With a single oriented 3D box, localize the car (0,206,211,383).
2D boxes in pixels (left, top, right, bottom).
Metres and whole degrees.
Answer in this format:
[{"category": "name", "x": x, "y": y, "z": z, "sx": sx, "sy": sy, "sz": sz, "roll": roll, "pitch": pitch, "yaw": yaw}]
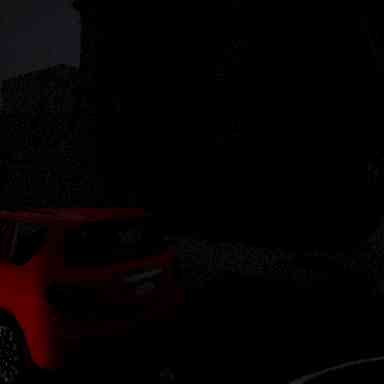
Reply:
[{"category": "car", "x": -2.738, "y": 1.255, "z": 5.486, "sx": 5.566, "sy": 2.045, "sz": 2.435, "roll": 0, "pitch": 0, "yaw": 36}]
